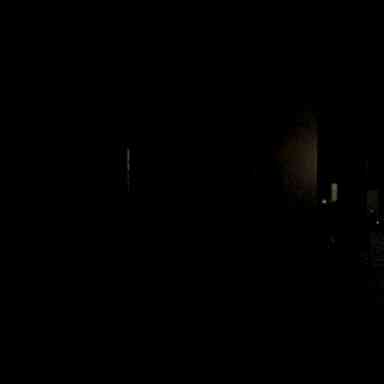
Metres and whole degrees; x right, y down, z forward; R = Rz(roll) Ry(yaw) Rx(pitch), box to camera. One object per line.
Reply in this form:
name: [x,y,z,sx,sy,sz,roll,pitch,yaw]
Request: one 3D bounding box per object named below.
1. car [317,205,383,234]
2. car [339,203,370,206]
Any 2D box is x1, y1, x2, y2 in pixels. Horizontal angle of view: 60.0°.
car: [9.363,1.686,19.607,1.895,1.301,4.718,0,0,-27]
car: [12.255,1.542,26.251,1.967,1.590,4.097,0,0,-35]
